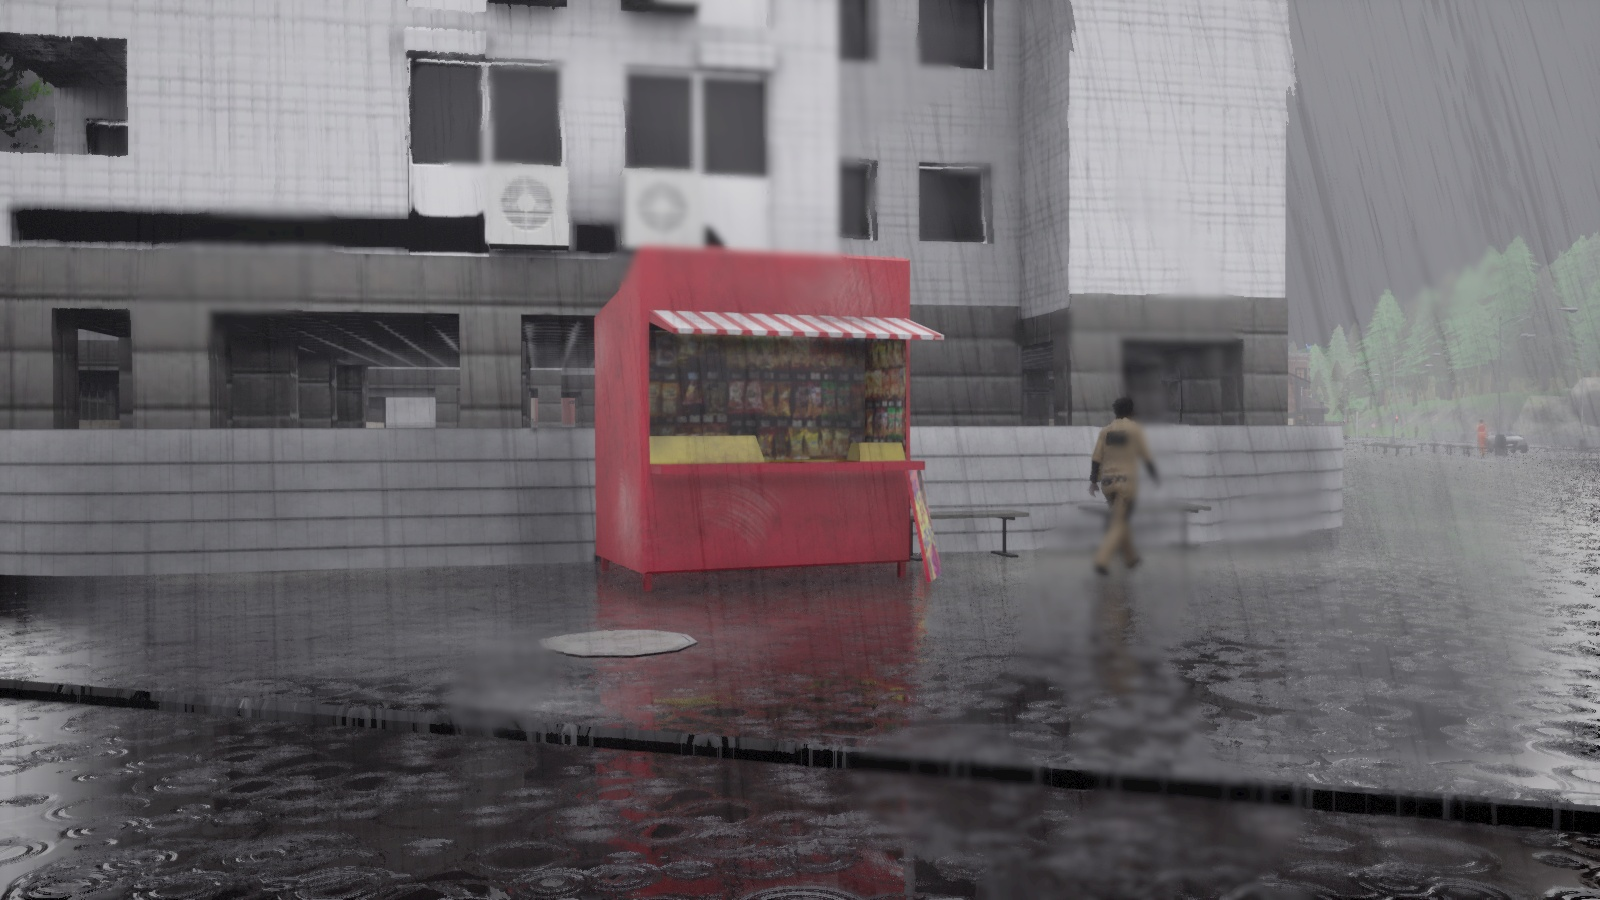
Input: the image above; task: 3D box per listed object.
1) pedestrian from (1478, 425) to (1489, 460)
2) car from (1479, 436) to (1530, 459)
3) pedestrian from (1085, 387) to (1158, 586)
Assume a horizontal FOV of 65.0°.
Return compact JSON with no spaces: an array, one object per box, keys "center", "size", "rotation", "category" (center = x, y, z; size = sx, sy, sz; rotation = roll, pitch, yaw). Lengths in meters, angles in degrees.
[{"center":[35.810,-0.383,65.800],"size":[0.345,1.836,0.594],"rotation":[0,1,11],"category":"pedestrian"},{"center":[43.219,-0.182,77.108],"size":[1.994,1.385,4.181],"rotation":[1,1,18],"category":"car"},{"center":[3.221,0.347,12.567],"size":[0.692,1.930,0.396],"rotation":[-1,1,-44],"category":"pedestrian"}]
